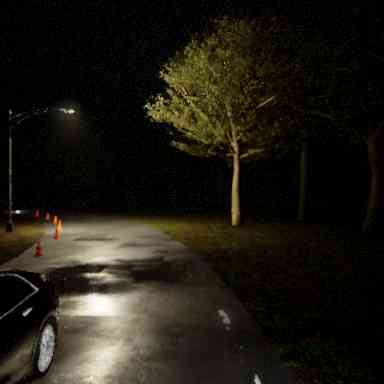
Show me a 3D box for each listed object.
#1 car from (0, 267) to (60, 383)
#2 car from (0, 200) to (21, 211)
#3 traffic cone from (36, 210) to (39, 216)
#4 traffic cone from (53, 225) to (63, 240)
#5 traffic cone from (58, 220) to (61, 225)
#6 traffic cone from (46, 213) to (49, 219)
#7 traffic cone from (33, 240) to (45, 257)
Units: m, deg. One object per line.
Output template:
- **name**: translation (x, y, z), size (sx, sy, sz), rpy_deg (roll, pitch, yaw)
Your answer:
- **car**: translation (-2.635, 1.538, 2.722), size (1.837, 1.490, 4.892), rpy_deg (0, -1, -3)
- **car**: translation (-25.063, 1.778, 44.584), size (5.357, 1.411, 2.033), rpy_deg (0, 0, 36)
- **traffic cone**: translation (-15.657, 2.154, 33.695), size (0.340, 0.580, 0.340), rpy_deg (0, 0, -38)
- **traffic cone**: translation (-6.853, 2.103, 16.829), size (0.340, 0.580, 0.340), rpy_deg (0, 0, -17)
- **traffic cone**: translation (-8.485, 2.120, 21.320), size (0.340, 0.580, 0.340), rpy_deg (0, 0, -23)
- **traffic cone**: translation (-12.904, 2.142, 29.786), size (0.340, 0.580, 0.340), rpy_deg (0, 0, -33)
- **traffic cone**: translation (-5.623, 2.075, 12.211), size (0.340, 0.580, 0.340), rpy_deg (0, 0, -12)
